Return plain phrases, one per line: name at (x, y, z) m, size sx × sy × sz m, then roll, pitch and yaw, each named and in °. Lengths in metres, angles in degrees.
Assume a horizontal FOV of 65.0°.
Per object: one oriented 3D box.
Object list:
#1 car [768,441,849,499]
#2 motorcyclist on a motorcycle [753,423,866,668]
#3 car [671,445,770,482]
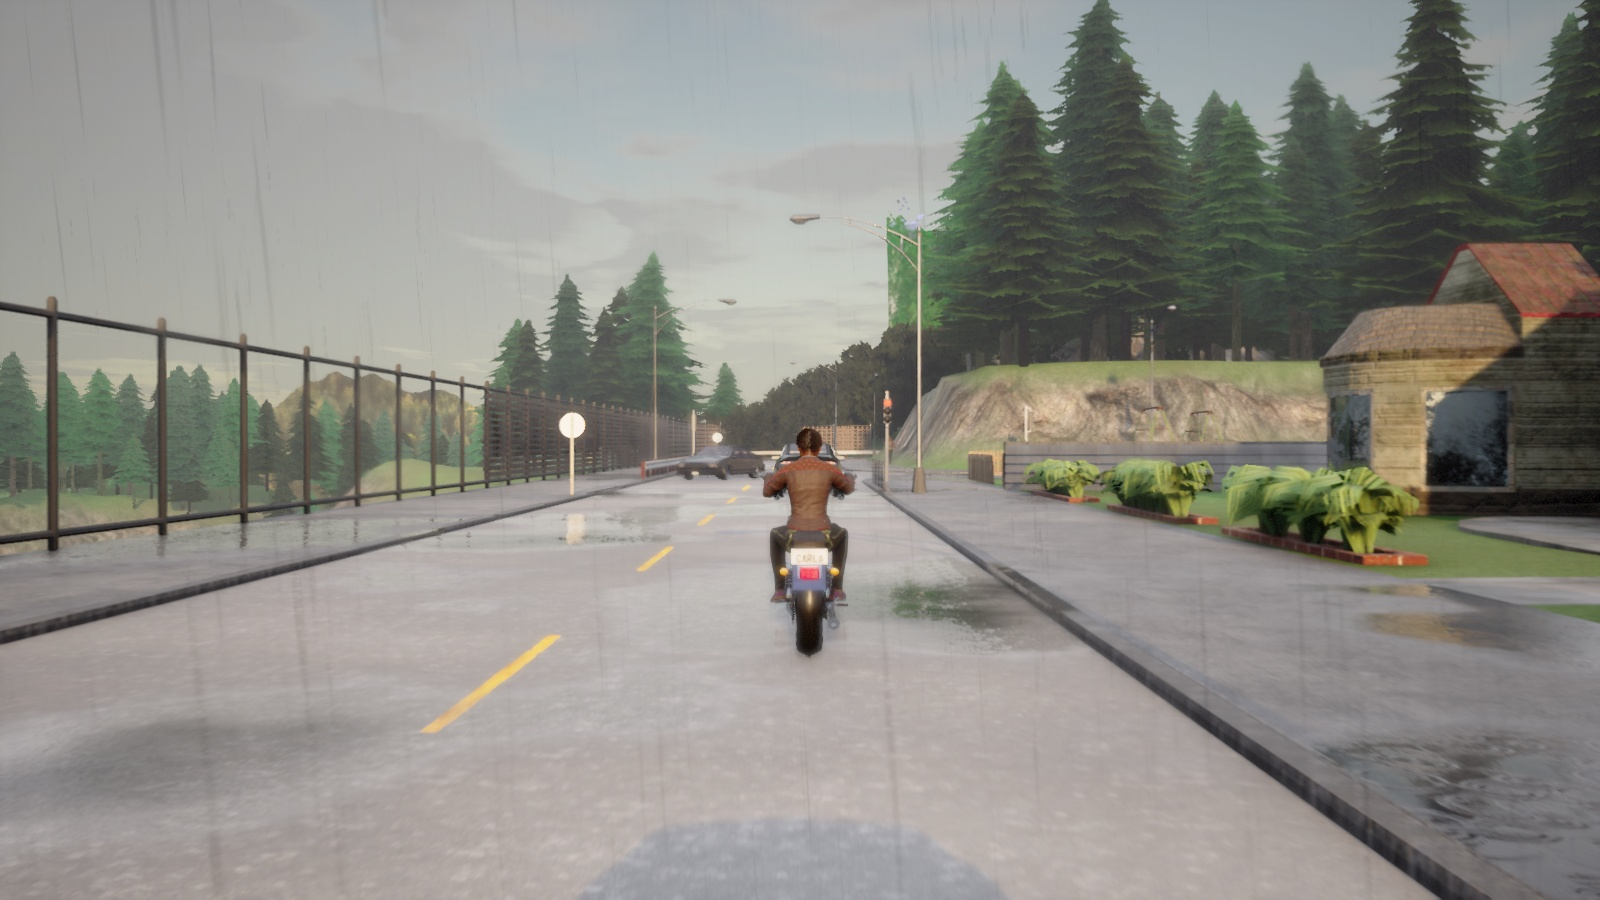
car at (0.227, 0.504, 35.303) m, size 2.128 × 1.511 × 4.902 m, roll 0°, pitch 0°, yaw 0°
motorcyclist on a motorcycle at (0.070, 0.643, 9.638) m, size 0.766 × 1.649 × 2.350 m, roll 0°, pitch 0°, yaw 0°
car at (-3.183, 0.501, 51.497) m, size 2.033 × 1.411 × 5.357 m, roll 0°, pitch 0°, yaw 20°
